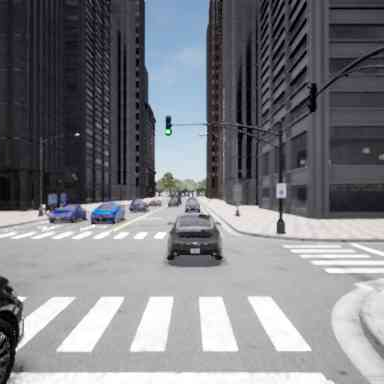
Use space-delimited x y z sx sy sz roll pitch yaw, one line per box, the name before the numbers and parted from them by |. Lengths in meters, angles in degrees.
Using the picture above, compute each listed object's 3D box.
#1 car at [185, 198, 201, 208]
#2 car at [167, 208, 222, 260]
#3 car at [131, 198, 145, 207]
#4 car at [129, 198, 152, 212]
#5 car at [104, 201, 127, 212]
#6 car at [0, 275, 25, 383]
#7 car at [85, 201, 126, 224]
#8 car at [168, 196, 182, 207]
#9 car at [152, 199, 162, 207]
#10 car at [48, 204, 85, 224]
car | 0.092 1.801 41.339 2.033 1.411 5.357 0 0 0
car | 0.097 1.587 12.836 1.837 1.490 4.892 0 0 0
car | -9.762 1.909 60.196 1.812 1.442 4.674 0 -1 0
car | -6.592 1.821 41.930 1.994 1.385 4.181 0 0 0
car | -9.844 1.865 42.945 1.895 1.301 4.718 0 0 -1
car | -3.146 1.233 1.768 2.150 2.045 5.566 0 0 0
car | -6.602 1.640 26.500 1.882 1.535 5.008 0 0 0
car | -3.261 1.860 59.028 2.128 1.511 4.902 0 0 0
car | -6.512 1.957 60.279 1.994 1.385 4.181 0 0 0
car | -9.850 1.690 26.838 1.812 1.442 4.674 0 -1 0
